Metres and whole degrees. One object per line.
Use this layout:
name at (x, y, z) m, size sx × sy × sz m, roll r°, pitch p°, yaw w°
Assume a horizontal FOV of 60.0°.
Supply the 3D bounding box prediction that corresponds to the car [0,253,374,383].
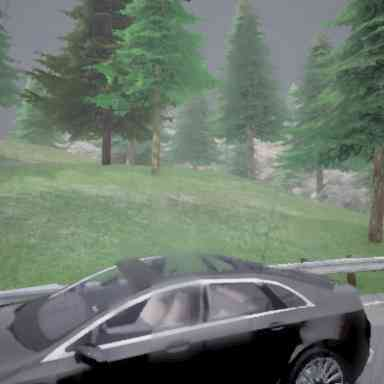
car at (-0.400, 1.491, 3.522) m, size 4.902 × 1.511 × 2.128 m, roll 0°, pitch 0°, yaw -22°
